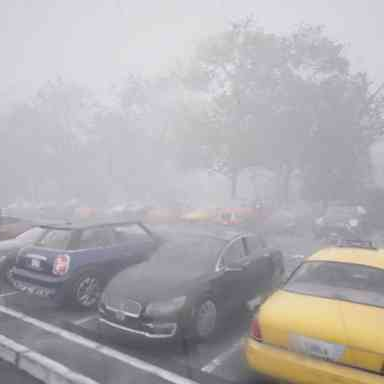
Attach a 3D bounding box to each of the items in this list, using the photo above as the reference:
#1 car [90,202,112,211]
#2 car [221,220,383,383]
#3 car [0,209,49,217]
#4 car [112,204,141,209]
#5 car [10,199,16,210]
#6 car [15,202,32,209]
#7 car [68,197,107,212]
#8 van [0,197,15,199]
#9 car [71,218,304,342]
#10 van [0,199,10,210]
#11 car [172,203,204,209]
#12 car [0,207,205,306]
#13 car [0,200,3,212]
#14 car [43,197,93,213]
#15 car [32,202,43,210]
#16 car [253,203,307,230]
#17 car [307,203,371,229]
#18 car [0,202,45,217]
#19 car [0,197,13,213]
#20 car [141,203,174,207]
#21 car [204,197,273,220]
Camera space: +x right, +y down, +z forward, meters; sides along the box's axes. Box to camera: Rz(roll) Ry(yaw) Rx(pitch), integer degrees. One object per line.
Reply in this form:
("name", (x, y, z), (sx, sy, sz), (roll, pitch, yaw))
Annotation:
("car", (-5.589, 1.748, 27.250), (2.002, 1.452, 4.674), (-1, 0, 36))
("car", (2.726, 1.527, 5.393), (1.946, 1.575, 5.366), (-1, 0, 36))
("car", (-8.700, 1.690, 13.340), (2.163, 1.488, 4.792), (-1, 0, 36))
("car", (-3.333, 1.684, 25.619), (2.097, 1.535, 5.008), (-1, 0, 36))
("car", (-16.896, 1.821, 35.378), (2.097, 1.535, 5.008), (-1, 0, 36))
("car", (-14.633, 1.800, 33.753), (2.231, 1.521, 4.892), (-1, 0, 36))
("car", (-7.872, 1.606, 28.848), (2.185, 1.767, 4.553), (-1, 0, 36))
("van", (-23.753, 1.659, 40.155), (1.878, 1.987, 4.442), (-1, 0, 36))
("car", (0.361, 1.558, 6.872), (2.231, 1.521, 4.892), (-1, 0, 36))
("van", (-11.065, 1.459, 14.930), (1.878, 1.987, 4.442), (-1, 0, 36))
("car", (1.195, 1.634, 22.377), (2.097, 1.535, 5.008), (-1, 0, 36))
("car", (-1.923, 1.458, 8.467), (2.185, 1.767, 4.553), (-1, 0, 36))
("car", (-28.099, 1.924, 43.649), (1.946, 1.575, 5.366), (-1, 0, 36))
("car", (-10.132, 1.504, 30.476), (2.435, 2.045, 5.566), (-1, 0, 36))
("car", (-12.361, 1.807, 32.147), (2.163, 1.488, 4.792), (-1, 0, 36))
("car", (5.720, 1.584, 19.128), (2.231, 1.521, 4.892), (-1, 0, 36))
("car", (7.996, 1.431, 17.523), (2.185, 1.767, 4.553), (-1, 0, 36))
("car", (-19.159, 1.883, 37.001), (2.002, 1.452, 4.674), (-1, 0, 36))
("car", (-25.963, 1.655, 41.852), (2.435, 2.045, 5.566), (-1, 0, 36))
("car", (-1.088, 1.534, 23.973), (2.185, 1.767, 4.553), (-1, 0, 36))
("car", (3.438, 1.357, 20.726), (2.435, 2.045, 5.566), (-1, 0, 36))
